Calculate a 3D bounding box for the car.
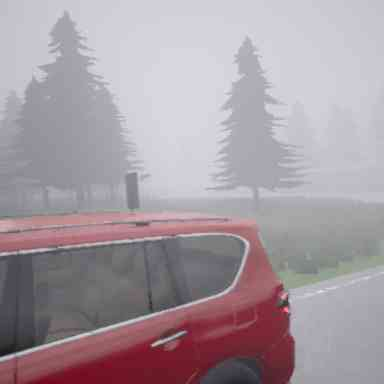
[{"bbox_3d":[-1.581,1.231,2.476,5.566,2.045,2.150,0,0,-36],"label":"car"}]
